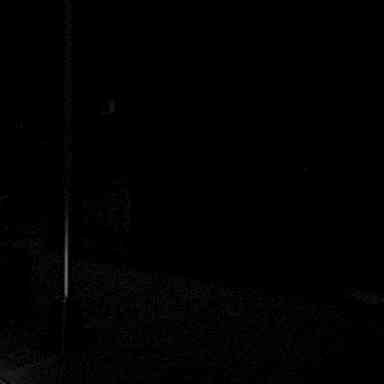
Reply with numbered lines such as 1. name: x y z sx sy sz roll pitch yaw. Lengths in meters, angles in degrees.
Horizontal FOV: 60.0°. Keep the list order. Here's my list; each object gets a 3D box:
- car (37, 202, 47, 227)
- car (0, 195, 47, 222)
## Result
1. car: -6.037 1.414 19.223 1.752 1.417 4.829 1 1 36
2. car: -12.657 1.108 23.758 2.192 1.841 5.009 1 1 36
